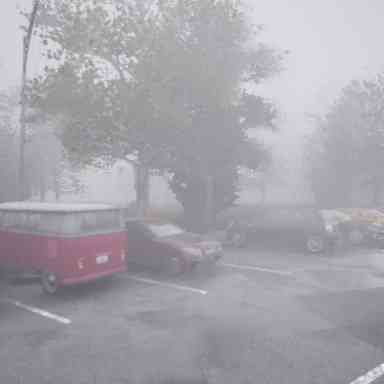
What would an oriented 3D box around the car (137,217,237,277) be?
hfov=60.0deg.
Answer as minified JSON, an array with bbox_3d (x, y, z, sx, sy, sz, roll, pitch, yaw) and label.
[{"bbox_3d":[-1.243,1.528,10.276,4.674,1.452,2.002,-1,-1,35],"label":"car"}]

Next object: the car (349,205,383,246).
[{"bbox_3d":[6.083,1.484,15.354,4.892,1.521,2.231,-1,-1,35],"label":"car"}]

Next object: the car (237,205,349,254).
[{"bbox_3d":[3.660,1.360,13.648,4.553,1.767,2.185,-1,-1,35],"label":"car"}]

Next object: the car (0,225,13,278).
[{"bbox_3d":[-6.094,1.483,6.838,5.008,1.535,2.097,-1,-1,34],"label":"car"}]

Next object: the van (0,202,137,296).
[{"bbox_3d":[-3.774,1.262,8.629,4.442,1.987,1.878,-1,-1,35],"label":"van"}]
